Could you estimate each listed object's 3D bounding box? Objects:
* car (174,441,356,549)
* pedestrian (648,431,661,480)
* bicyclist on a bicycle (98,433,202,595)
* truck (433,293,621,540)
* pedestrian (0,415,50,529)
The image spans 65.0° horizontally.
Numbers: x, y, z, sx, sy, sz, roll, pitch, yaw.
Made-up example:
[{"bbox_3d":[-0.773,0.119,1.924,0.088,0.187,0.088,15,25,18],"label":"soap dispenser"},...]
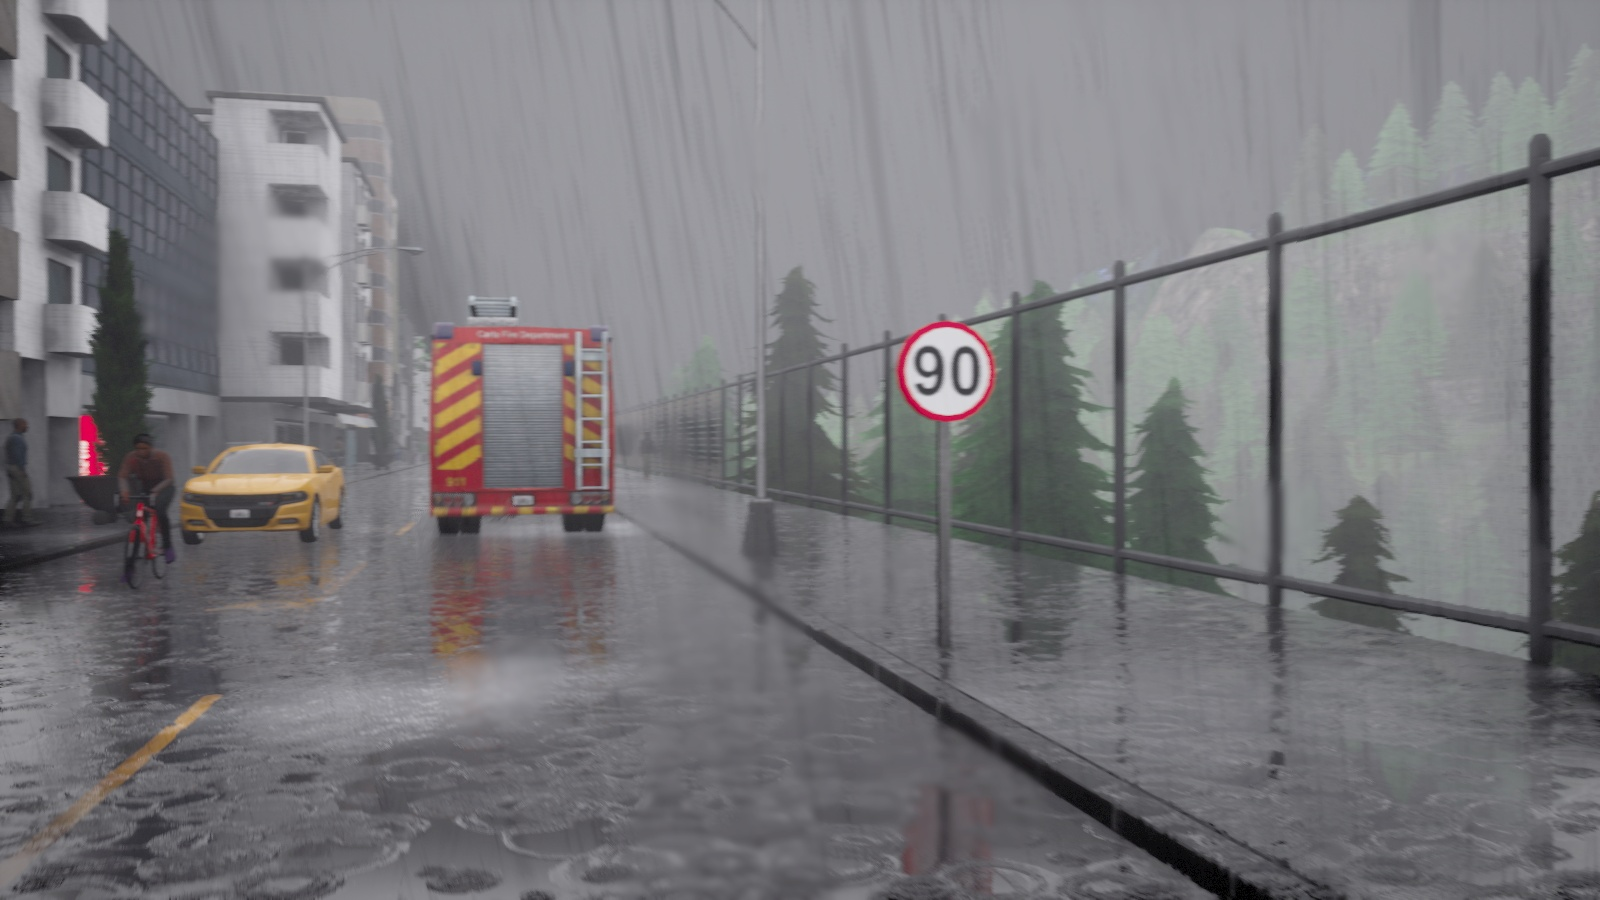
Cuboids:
[{"bbox_3d":[-8.530,0.621,20.482,1.882,1.535,5.008,0,0,-13],"label":"car"},{"bbox_3d":[-5.473,0.196,47.085,0.431,1.840,0.703,0,0,-11],"label":"pedestrian"},{"bbox_3d":[-6.931,0.634,13.453,0.582,1.620,1.656,0,1,-13],"label":"bicyclist on a bicycle"},{"bbox_3d":[-5.209,-0.546,23.892,2.891,3.827,8.468,0,0,-13],"label":"truck"},{"bbox_3d":[-12.804,0.356,20.671,0.726,1.835,0.370,0,0,-41],"label":"pedestrian"}]
